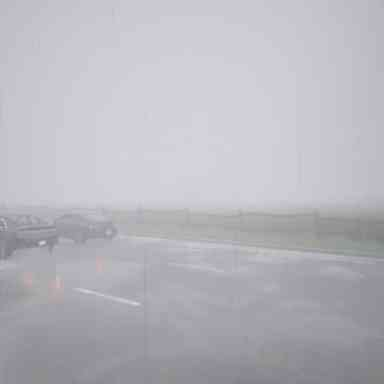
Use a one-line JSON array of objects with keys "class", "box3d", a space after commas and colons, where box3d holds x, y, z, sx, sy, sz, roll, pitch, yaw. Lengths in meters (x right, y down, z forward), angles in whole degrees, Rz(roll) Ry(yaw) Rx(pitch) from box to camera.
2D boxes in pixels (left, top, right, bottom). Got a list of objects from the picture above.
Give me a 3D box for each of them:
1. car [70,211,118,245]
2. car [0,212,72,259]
[{"class": "car", "box3d": [-5.661, 1.687, 16.487, 4.674, 1.442, 1.812, -1, 0, 36]}, {"class": "car", "box3d": [-7.358, 1.650, 13.397, 4.902, 1.511, 2.128, -1, 0, 36]}]
